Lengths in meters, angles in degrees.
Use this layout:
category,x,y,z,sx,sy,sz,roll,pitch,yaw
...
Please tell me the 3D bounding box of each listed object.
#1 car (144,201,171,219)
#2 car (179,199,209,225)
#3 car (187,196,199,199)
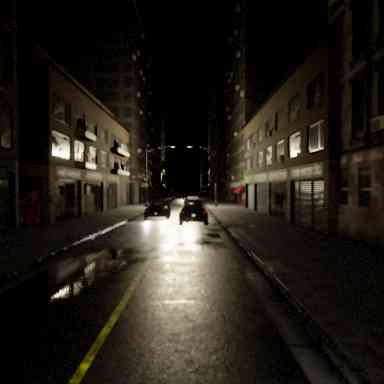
category,x,y,z,sx,sy,sz,roll,pitch,yaw
car,-2.737,1.427,27.177,1.994,1.385,4.181,0,0,0
car,0.110,1.440,23.168,1.994,1.385,4.181,0,0,0
car,0.119,1.280,41.215,2.128,1.511,4.902,0,0,0
